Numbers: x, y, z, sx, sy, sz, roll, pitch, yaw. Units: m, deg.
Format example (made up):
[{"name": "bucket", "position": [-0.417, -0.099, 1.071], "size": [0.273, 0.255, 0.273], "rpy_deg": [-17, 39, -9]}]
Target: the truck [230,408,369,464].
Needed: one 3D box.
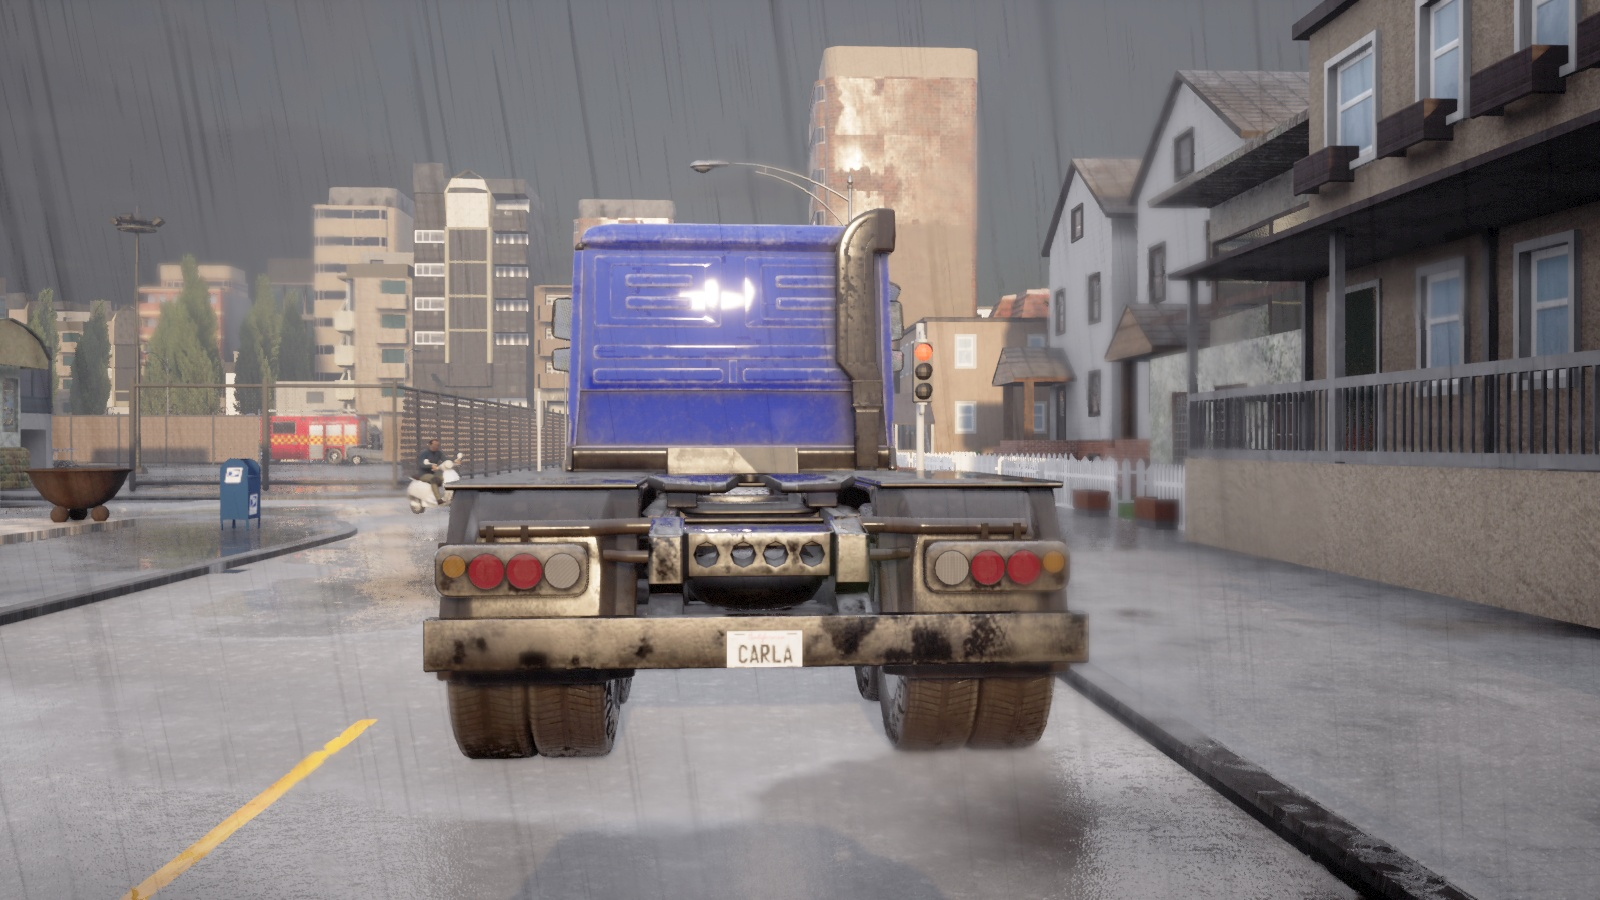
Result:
[{"name": "truck", "position": [-34.798, -0.940, 87.533], "size": [8.468, 3.827, 2.891], "rpy_deg": [0, 0, -3]}]

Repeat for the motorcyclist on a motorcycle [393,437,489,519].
[{"name": "motorcyclist on a motorcycle", "position": [-7.400, 0.548, 25.869], "size": [1.817, 1.590, 0.866], "rpy_deg": [0, 4, 35]}]

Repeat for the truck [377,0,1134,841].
[{"name": "truck", "position": [-0.432, -0.285, 8.765], "size": [2.891, 3.462, 7.936], "rpy_deg": [0, 0, -4]}]

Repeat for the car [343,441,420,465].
[{"name": "car", "position": [-27.921, 0.197, 83.916], "size": [4.514, 1.525, 2.007], "rpy_deg": [0, 0, -3]}]
